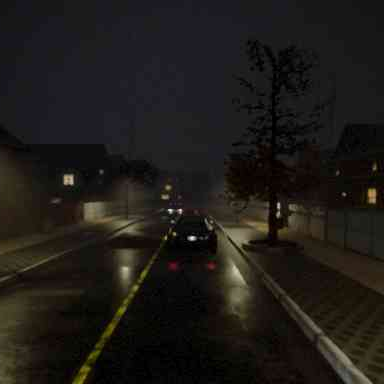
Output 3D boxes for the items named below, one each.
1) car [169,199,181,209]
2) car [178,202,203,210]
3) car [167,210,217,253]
[{"bbox_3d":[-2.731,2.004,56.755,2.097,1.767,4.553,0,-1,0],"label":"car"},{"bbox_3d":[0.015,1.829,29.371,1.812,1.442,4.674,0,0,0],"label":"car"},{"bbox_3d":[0.010,1.703,14.292,1.994,1.385,4.181,0,-1,0],"label":"car"}]
